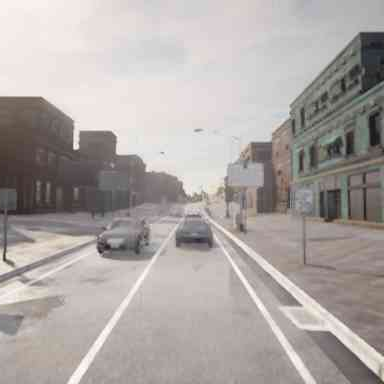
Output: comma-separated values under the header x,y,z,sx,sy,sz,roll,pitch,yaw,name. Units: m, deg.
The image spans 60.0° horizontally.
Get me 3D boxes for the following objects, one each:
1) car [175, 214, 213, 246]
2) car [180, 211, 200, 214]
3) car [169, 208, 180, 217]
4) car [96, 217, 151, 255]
x,y,z,sx,sy,sz,roll,pitch,yaw,name
0.117,2.136,18.449,1.994,1.385,4.181,0,-2,0,car
0.129,2.809,36.170,2.128,1.511,4.902,0,-3,0,car
-2.996,3.622,57.908,2.128,1.511,4.902,0,-1,1,car
-3.084,1.964,15.809,2.128,1.511,4.902,0,-2,0,car
